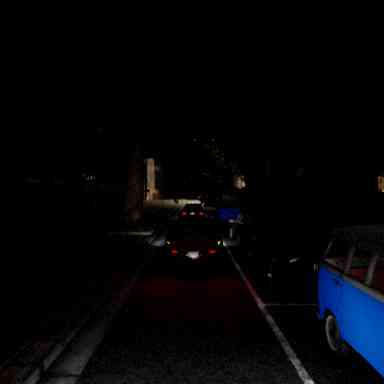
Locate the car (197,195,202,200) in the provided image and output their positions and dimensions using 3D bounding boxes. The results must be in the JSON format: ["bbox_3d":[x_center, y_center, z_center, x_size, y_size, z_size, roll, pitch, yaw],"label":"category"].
[{"bbox_3d":[2.666,1.488,63.396,2.192,1.841,5.009,1,0,0],"label":"car"}]

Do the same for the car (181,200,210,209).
[{"bbox_3d":[0.072,1.598,26.340,2.033,1.411,5.357,0,0,0],"label":"car"}]

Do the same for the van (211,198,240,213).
[{"bbox_3d":[2.658,1.388,25.250,1.690,1.788,3.998,1,0,0],"label":"van"}]

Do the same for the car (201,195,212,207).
[{"bbox_3d":[2.764,1.595,49.230,1.882,1.535,5.008,0,0,0],"label":"car"}]

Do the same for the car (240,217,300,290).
[{"bbox_3d":[2.651,1.579,8.901,1.947,1.339,4.313,1,0,0],"label":"car"}]

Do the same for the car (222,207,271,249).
[{"bbox_3d":[2.652,1.574,14.351,2.008,1.369,4.403,1,0,0],"label":"car"}]

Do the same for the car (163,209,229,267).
[{"bbox_3d":[0.071,1.543,11.417,1.812,1.442,4.674,0,0,1],"label":"car"}]

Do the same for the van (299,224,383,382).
[{"bbox_3d":[2.653,1.346,3.452,1.690,1.788,3.998,1,0,0],"label":"van"}]
